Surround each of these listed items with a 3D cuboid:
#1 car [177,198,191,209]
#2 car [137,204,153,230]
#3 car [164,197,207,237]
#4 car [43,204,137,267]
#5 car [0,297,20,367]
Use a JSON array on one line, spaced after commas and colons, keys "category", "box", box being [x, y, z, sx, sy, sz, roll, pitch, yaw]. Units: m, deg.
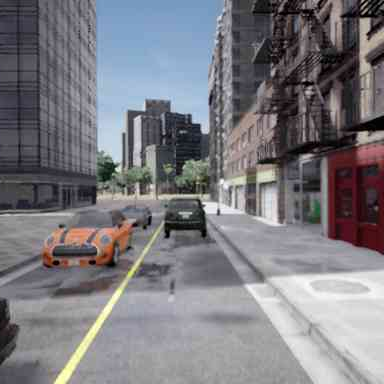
[{"category": "car", "box": [-1.138, 1.571, 46.614, 1.837, 1.490, 4.892, 0, -1, -2]}, {"category": "car", "box": [-3.649, 1.578, 21.746, 2.128, 1.511, 4.902, 0, 0, -1]}, {"category": "car", "box": [-0.376, 1.278, 18.643, 2.150, 2.045, 5.566, 0, 0, -2]}, {"category": "car", "box": [-3.382, 1.413, 11.601, 2.097, 1.767, 4.553, 0, 0, -2]}, {"category": "car", "box": [-3.091, 1.576, 1.725, 2.033, 1.411, 5.357, 0, 0, 2]}]
